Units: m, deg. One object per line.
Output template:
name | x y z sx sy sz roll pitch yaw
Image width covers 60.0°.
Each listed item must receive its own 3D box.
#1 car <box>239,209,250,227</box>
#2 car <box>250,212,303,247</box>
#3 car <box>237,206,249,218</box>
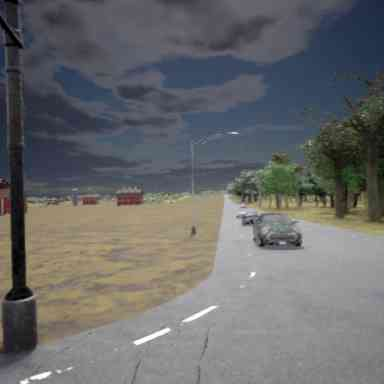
car | 6.174 2.746 34.054 1.994 1.385 4.181 -2 -2 6
car | 4.579 1.957 18.275 2.097 1.767 4.553 -2 -2 6
car | 8.180 3.379 53.157 1.812 1.442 4.674 -2 -2 6
